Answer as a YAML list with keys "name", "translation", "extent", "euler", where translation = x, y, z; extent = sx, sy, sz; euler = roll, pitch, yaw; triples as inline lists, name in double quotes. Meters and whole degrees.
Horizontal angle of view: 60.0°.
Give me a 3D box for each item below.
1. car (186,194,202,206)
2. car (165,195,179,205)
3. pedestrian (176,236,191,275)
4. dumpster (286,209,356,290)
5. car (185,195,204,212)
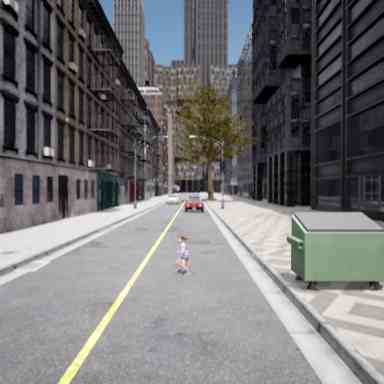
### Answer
- name: "car"
  translation: [0.270, 1.093, 46.630]
  extent: [2.128, 1.511, 4.902]
  euler: [0, 0, 1]
- name: "car"
  translation: [-2.878, 1.105, 48.983]
  extent: [1.812, 1.442, 4.674]
  euler: [0, 1, 0]
- name: "pedestrian"
  translation: [-0.184, 1.607, 8.691]
  extent: [0.500, 1.100, 0.500]
  euler: [0, 1, -15]
- name: "dumpster"
  translation: [3.172, 1.329, 8.421]
  extent: [1.020, 1.700, 1.940]
  euler: [0, 1, 0]
- name: "car"
  translation: [0.235, 1.311, 34.633]
  extent: [1.895, 1.301, 4.718]
  euler: [0, 0, 0]
